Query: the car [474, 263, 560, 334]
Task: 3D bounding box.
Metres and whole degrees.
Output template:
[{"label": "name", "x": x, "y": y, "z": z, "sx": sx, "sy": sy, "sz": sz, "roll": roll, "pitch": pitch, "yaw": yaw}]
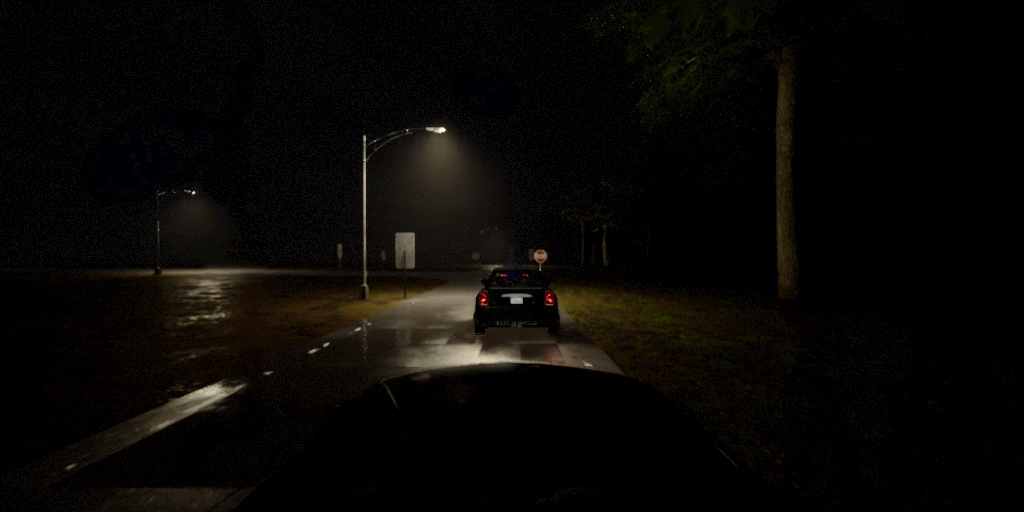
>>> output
[{"label": "car", "x": 0.110, "y": 1.065, "z": 10.585, "sx": 2.097, "sy": 1.767, "sz": 4.553, "roll": 0, "pitch": 0, "yaw": 0}]
